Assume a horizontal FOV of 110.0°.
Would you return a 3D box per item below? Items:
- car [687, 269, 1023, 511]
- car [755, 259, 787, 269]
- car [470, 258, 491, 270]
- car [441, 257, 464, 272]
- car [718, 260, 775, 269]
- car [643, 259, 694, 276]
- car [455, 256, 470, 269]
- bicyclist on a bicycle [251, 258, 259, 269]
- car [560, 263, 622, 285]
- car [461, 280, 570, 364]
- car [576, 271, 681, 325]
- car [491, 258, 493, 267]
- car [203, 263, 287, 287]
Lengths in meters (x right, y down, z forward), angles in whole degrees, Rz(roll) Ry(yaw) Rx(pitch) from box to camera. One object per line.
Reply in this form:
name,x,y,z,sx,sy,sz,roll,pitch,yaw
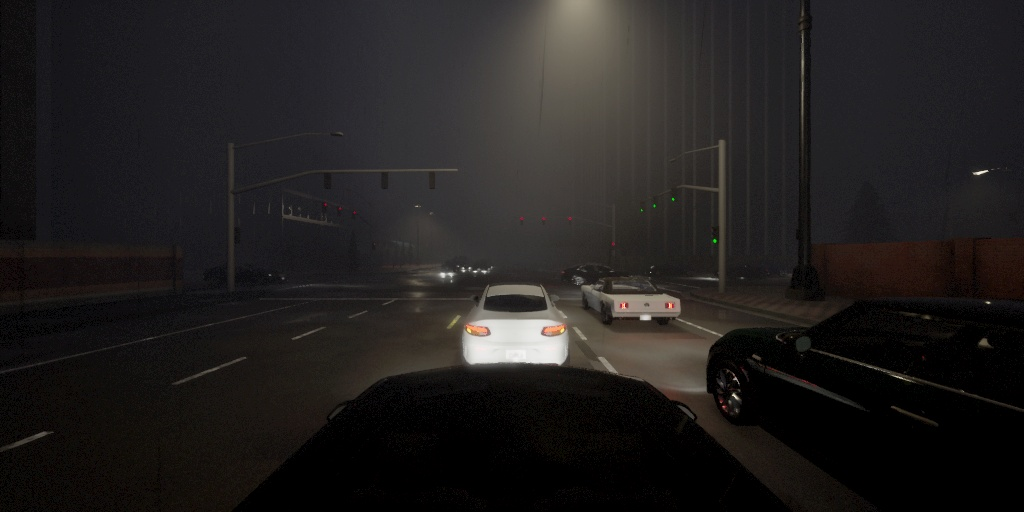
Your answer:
car,3.599,1.102,2.870,2.097,1.767,4.553,0,0,0
car,24.228,1.102,35.207,4.553,1.767,2.097,0,0,-1
car,-4.427,1.314,50.793,1.994,1.385,4.181,0,0,-1
car,-7.895,1.241,46.226,2.128,1.511,4.902,0,0,1
car,20.187,1.314,31.671,4.181,1.385,1.994,0,0,-1
car,15.336,1.102,35.125,4.553,1.767,2.097,0,0,0
car,-8.003,0.971,56.073,2.150,2.045,5.566,0,0,-1
bicyclist on a bicycle,-28.411,1.051,39.488,0.582,1.620,1.656,0,0,-1
car,5.742,1.255,24.332,4.892,1.490,1.837,0,0,-1
car,0.058,1.276,7.554,1.812,1.442,4.674,0,0,0
car,3.562,1.351,11.772,1.895,1.301,4.718,0,0,0
car,-4.551,1.276,59.408,1.812,1.442,4.674,0,0,-1
car,-17.861,1.241,24.106,4.902,1.511,2.128,0,0,-1
